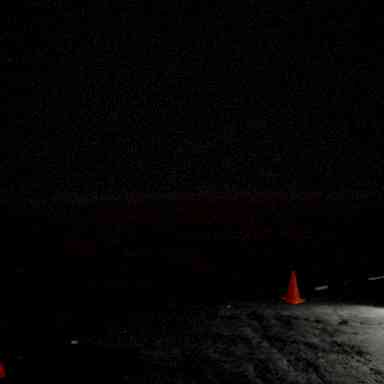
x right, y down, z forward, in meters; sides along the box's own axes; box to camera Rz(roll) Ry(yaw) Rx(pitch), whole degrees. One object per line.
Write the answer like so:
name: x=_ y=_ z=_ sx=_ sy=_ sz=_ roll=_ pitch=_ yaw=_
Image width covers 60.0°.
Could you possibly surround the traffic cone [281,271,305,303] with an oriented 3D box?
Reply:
traffic cone: x=2.050 y=1.894 z=6.743 sx=0.340 sy=0.580 sz=0.340 roll=0 pitch=1 yaw=-28
